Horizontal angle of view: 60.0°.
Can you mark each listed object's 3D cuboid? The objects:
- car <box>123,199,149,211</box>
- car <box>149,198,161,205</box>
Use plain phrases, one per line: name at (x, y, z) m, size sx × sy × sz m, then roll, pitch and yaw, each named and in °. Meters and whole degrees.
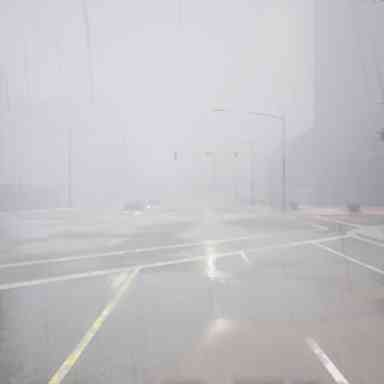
car at (-6.888, 1.500, 40.080) m, size 2.033 × 1.411 × 5.357 m, roll 0°, pitch 0°, yaw 1°
car at (-6.710, 1.704, 59.579) m, size 1.895 × 1.301 × 4.718 m, roll 0°, pitch -1°, yaw 0°
